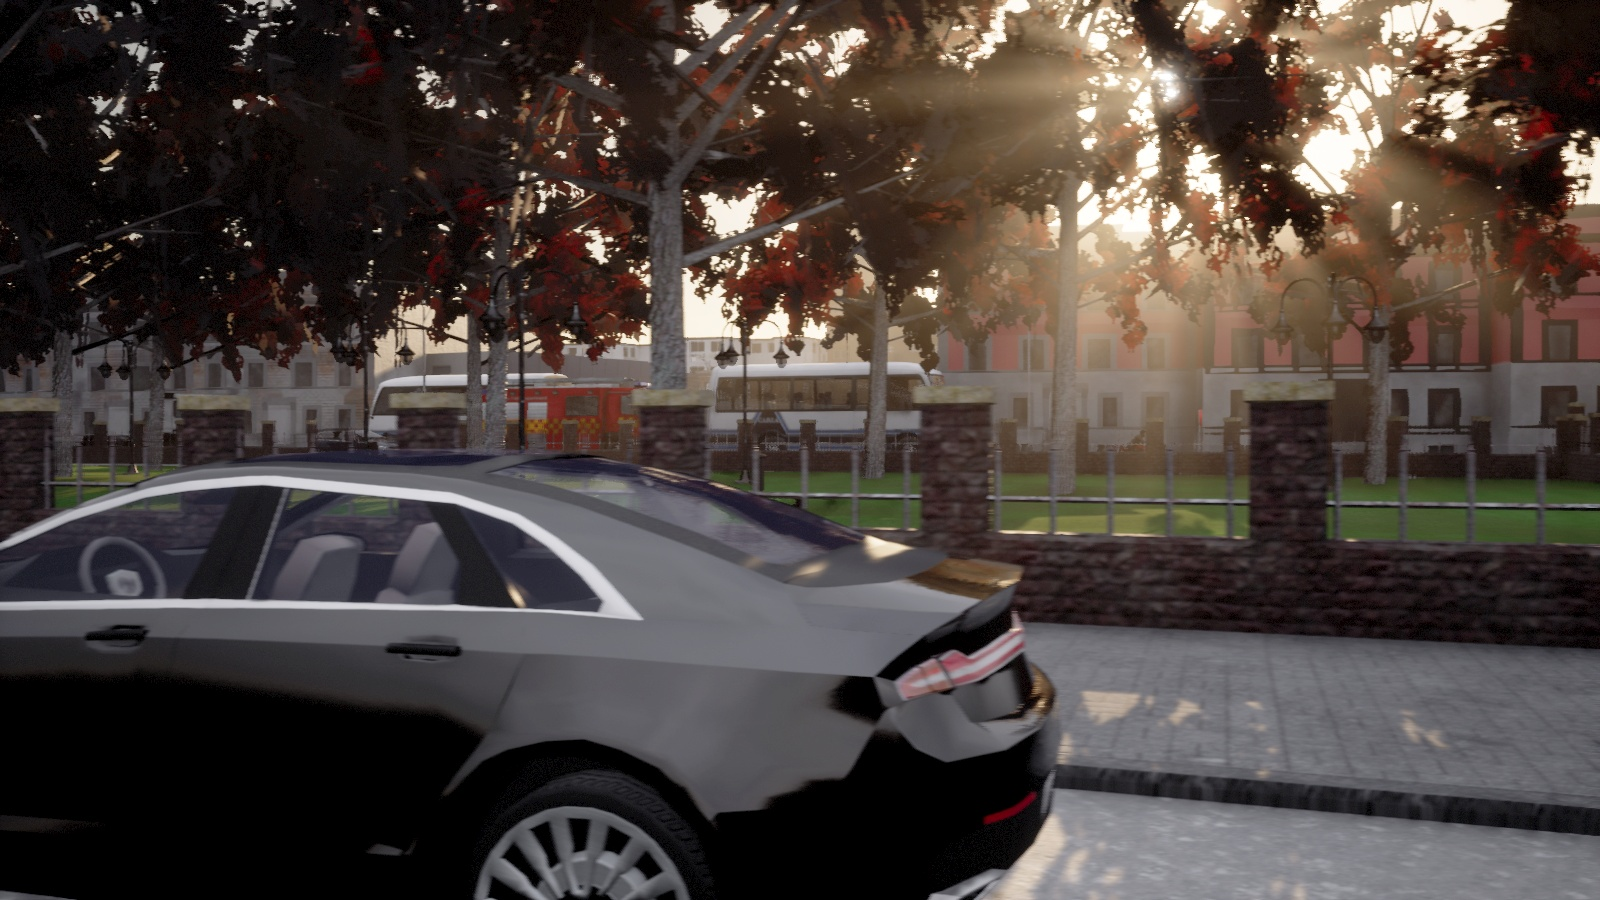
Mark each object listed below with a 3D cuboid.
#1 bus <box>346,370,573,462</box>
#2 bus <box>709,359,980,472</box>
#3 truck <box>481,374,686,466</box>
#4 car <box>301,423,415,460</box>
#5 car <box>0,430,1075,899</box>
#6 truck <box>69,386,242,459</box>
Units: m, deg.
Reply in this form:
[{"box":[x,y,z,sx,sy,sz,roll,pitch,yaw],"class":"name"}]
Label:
[{"box":[-16.612,-1.660,61.344,10.273,4.253,3.944,1,1,19],"class":"bus"},{"box":[1.826,-1.386,50.891,10.273,4.253,3.944,1,1,19],"class":"bus"},{"box":[-9.432,-1.298,54.700,8.468,3.827,2.891,1,1,19],"class":"truck"},{"box":[-20.558,-0.413,58.473,4.611,1.667,2.242,1,1,19],"class":"car"},{"box":[-1.646,0.701,4.328,4.902,1.511,2.128,1,1,17],"class":"car"},{"box":[-31.962,-1.366,62.301,7.936,3.462,2.891,1,1,19],"class":"truck"}]
